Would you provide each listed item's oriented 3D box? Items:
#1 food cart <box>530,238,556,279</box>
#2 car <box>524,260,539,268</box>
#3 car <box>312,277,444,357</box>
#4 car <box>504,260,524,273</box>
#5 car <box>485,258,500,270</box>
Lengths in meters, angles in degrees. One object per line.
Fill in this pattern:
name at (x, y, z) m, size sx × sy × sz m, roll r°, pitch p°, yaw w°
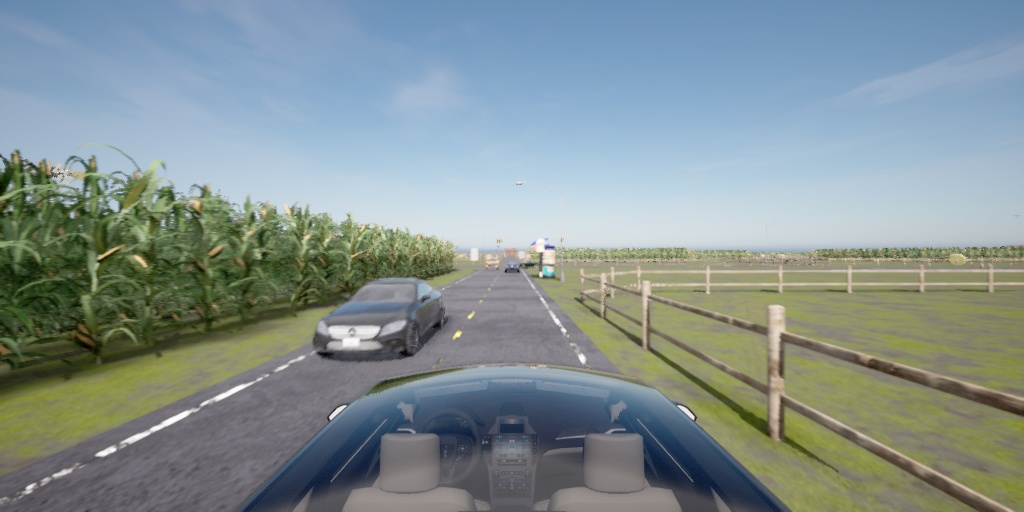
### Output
food cart at (3.133, 0.196, 32.630) m, size 2.280 × 3.560 × 4.660 m, roll 0°, pitch 0°, yaw 0°
car at (2.225, 1.322, 58.159) m, size 4.718 × 1.301 × 1.895 m, roll 0°, pitch 0°, yaw -43°
car at (-2.848, 1.273, 8.684) m, size 1.812 × 1.442 × 4.674 m, roll 0°, pitch 0°, yaw 0°
car at (0.045, 1.266, 43.861) m, size 2.033 × 1.411 × 5.357 m, roll 0°, pitch 0°, yaw 1°
car at (-2.737, 0.994, 50.509) m, size 1.882 × 1.535 × 5.008 m, roll 0°, pitch 0°, yaw 0°
